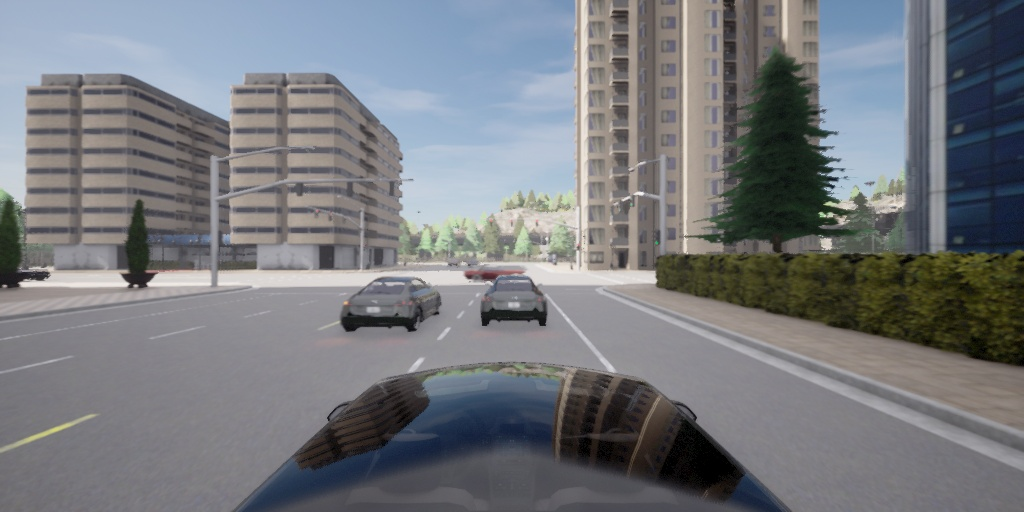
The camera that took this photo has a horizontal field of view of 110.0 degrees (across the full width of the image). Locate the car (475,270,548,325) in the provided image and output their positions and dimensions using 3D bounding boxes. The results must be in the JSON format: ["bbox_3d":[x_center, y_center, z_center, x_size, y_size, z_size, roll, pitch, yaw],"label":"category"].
[{"bbox_3d":[0.068,1.312,11.806,1.994,1.385,4.181,0,0,0],"label":"car"}]

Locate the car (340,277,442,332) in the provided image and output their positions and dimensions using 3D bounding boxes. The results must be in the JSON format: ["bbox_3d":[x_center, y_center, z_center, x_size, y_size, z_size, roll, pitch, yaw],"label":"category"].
[{"bbox_3d":[-3.437,1.313,10.939,1.994,1.385,4.181,0,0,0],"label":"car"}]

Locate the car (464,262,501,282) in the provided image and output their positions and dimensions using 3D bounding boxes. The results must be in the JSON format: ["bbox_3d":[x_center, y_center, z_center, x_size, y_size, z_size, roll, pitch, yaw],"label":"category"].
[{"bbox_3d":[-1.238,1.358,27.510,4.718,1.301,1.895,0,0,1],"label":"car"}]

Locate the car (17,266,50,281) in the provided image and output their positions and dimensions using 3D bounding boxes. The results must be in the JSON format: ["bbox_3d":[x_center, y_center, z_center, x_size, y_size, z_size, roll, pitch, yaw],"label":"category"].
[{"bbox_3d":[-39.272,1.370,27.910,4.718,1.301,1.895,0,0,1],"label":"car"}]
